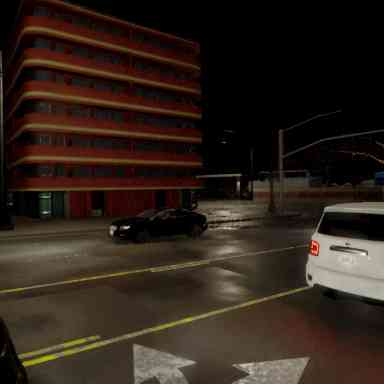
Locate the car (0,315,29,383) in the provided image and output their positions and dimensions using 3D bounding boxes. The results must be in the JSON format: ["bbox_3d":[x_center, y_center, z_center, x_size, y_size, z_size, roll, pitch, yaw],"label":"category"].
[{"bbox_3d":[-3.637,1.222,1.158,5.566,2.045,2.150,0,0,-35],"label":"car"}]

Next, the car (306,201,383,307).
[{"bbox_3d":[4.807,1.217,7.154,5.566,2.045,2.150,0,0,-35],"label":"car"}]

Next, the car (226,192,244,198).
[{"bbox_3d":[11.430,0.817,85.118,3.806,1.475,1.970,-1,1,-35],"label":"car"}]

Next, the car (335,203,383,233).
[{"bbox_3d":[10.804,1.474,20.124,4.674,1.442,1.812,0,0,-35],"label":"car"}]

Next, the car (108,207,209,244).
[{"bbox_3d":[-1.470,1.489,15.804,4.902,1.511,2.128,0,0,-35],"label":"car"}]

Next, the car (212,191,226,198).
[{"bbox_3d":[7.464,0.671,89.344,4.611,1.667,2.242,-1,1,-35],"label":"car"}]
